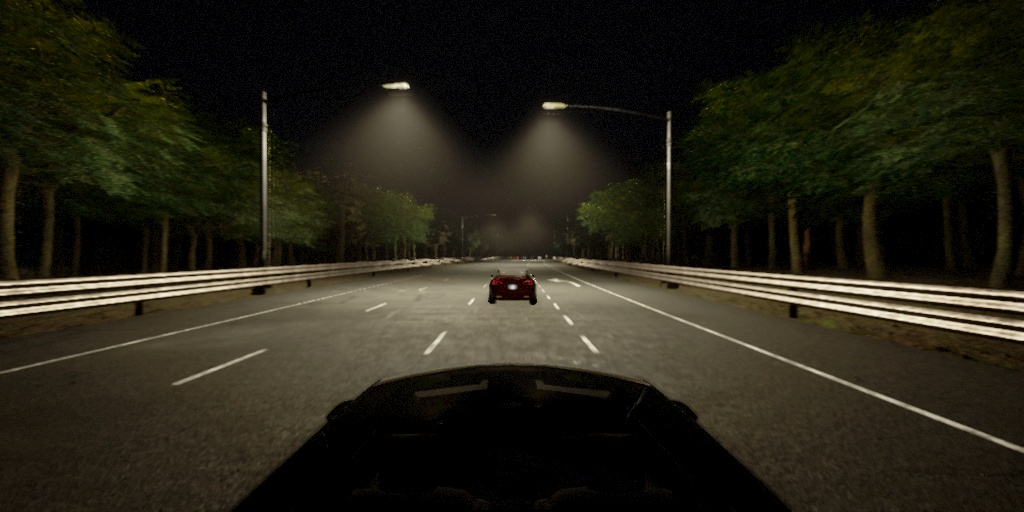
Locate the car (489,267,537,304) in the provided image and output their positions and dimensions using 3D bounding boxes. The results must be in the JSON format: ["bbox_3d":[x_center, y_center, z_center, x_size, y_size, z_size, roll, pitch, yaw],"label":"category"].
[{"bbox_3d":[0.031,1.235,16.327,2.163,1.488,4.792,0,0,0],"label":"car"}]
